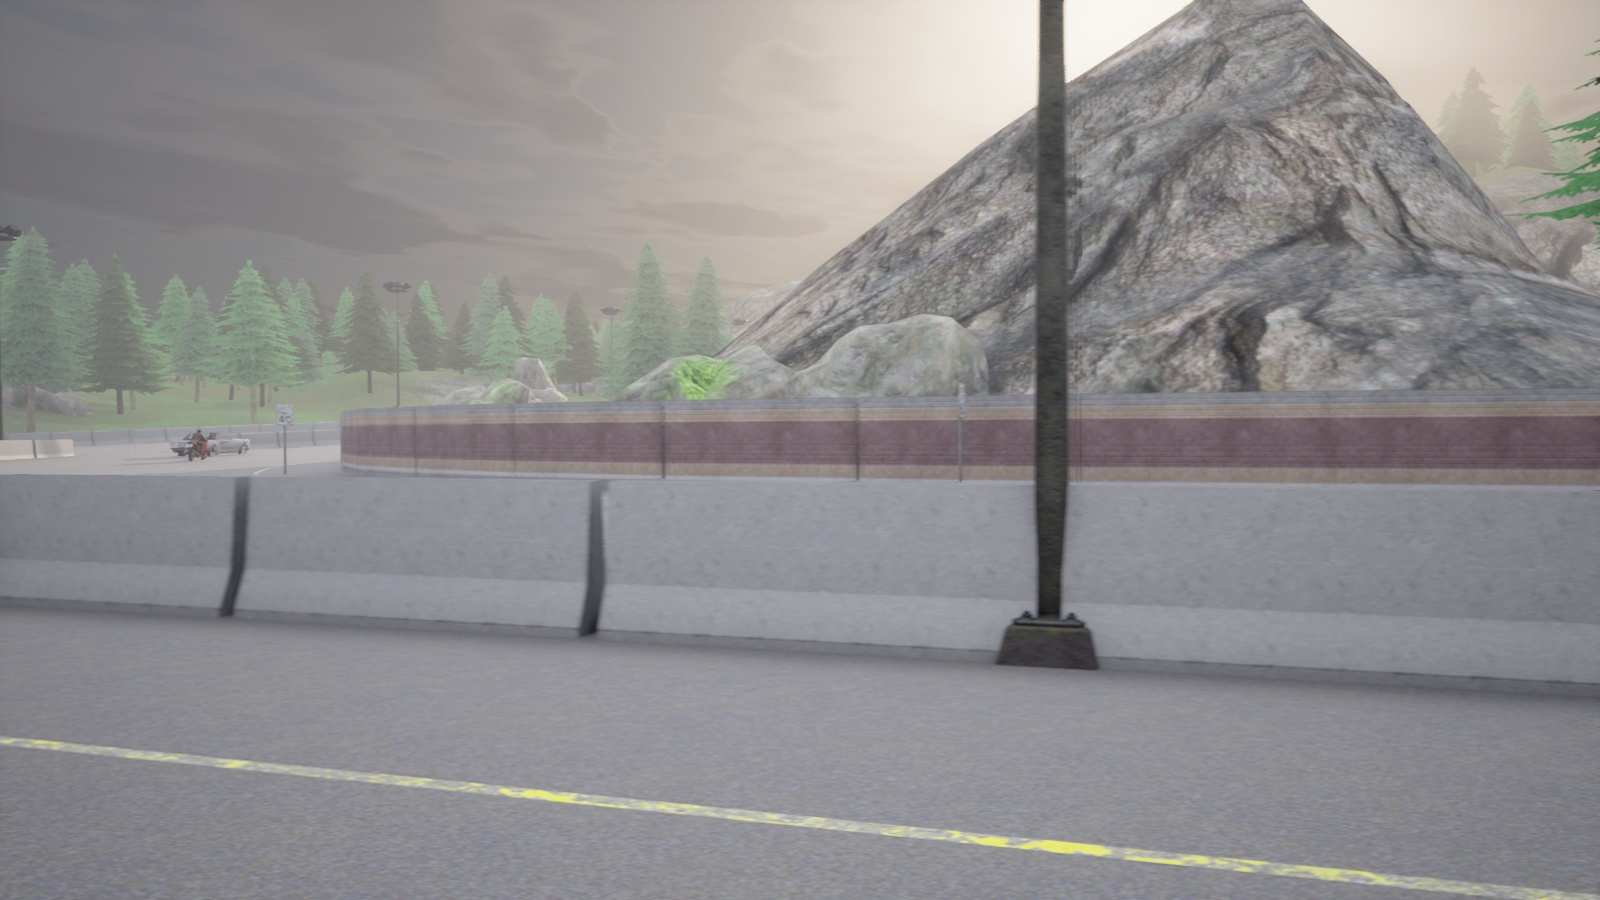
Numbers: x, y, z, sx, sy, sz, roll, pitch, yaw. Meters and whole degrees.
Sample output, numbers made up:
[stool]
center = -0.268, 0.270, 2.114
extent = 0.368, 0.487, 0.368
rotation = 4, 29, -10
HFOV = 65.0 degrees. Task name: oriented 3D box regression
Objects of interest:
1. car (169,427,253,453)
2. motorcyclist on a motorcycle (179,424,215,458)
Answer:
[car]
center = -31.630, -0.559, 67.587
extent = 1.895, 1.301, 4.718
rotation = 0, 2, 7
[motorcyclist on a motorcycle]
center = -28.540, -0.440, 59.488
extent = 0.797, 1.523, 2.044
rotation = 1, 2, -3
